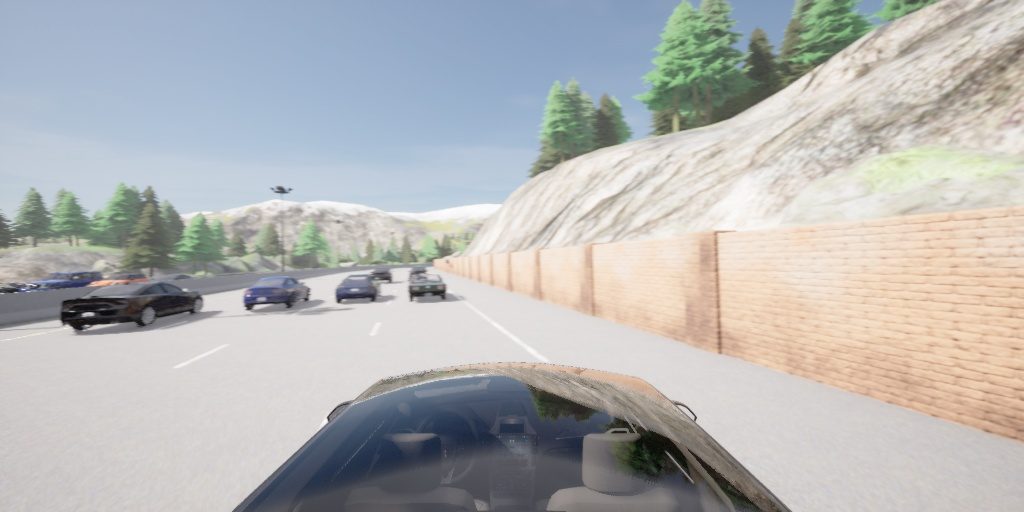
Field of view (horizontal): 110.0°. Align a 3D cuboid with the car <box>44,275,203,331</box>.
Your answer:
[{"bbox_3d":[-13.882,1.713,13.547,1.882,1.535,5.008,-1,0,-16],"label":"car"}]

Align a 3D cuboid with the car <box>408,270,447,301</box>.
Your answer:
[{"bbox_3d":[-4.722,1.636,19.728,1.895,1.301,4.718,-1,0,-16],"label":"car"}]

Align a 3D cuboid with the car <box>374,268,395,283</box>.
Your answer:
[{"bbox_3d":[-12.943,1.908,35.870,1.837,1.490,4.892,-1,0,-16],"label":"car"}]

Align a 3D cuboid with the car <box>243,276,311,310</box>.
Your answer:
[{"bbox_3d":[-11.414,1.728,17.634,1.812,1.442,4.674,-1,0,-16],"label":"car"}]

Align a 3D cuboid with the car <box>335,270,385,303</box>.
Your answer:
[{"bbox_3d":[-8.379,1.699,19.797,1.994,1.385,4.181,-1,-1,-16],"label":"car"}]

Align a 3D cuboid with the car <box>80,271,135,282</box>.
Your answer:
[{"bbox_3d":[-33.395,2.316,30.661,2.097,1.767,4.553,-1,-1,-16],"label":"car"}]

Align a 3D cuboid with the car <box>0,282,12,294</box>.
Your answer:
[{"bbox_3d":[-40.103,2.748,28.687,1.895,1.301,4.718,-1,-1,-16],"label":"car"}]

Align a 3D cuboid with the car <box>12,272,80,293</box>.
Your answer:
[{"bbox_3d":[-36.746,2.334,29.647,2.150,2.045,5.566,-1,-1,-16],"label":"car"}]

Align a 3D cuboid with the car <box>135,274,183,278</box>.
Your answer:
[{"bbox_3d":[-30.018,2.357,31.588,1.882,1.535,5.008,-1,-1,-16],"label":"car"}]

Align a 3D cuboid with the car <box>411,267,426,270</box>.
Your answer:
[{"bbox_3d":[-9.557,1.822,36.754,1.837,1.490,4.892,-1,0,-16],"label":"car"}]
